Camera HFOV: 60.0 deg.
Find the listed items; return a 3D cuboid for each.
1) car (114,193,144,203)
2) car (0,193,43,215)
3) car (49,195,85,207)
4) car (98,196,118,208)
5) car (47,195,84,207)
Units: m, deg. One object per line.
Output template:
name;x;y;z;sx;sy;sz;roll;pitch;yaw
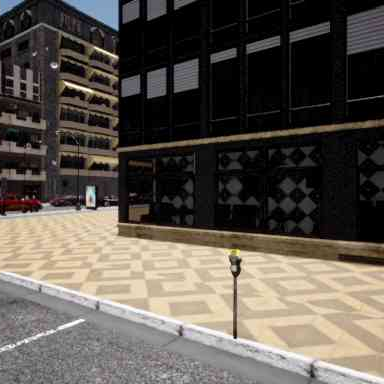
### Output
car;-9.795;0.834;51.742;2.008;1.369;4.403;2;2;35
car;-15.642;1.029;28.813;2.192;1.841;5.009;1;2;35
car;-14.626;1.079;40.379;1.994;1.385;4.181;0;1;35
car;-9.271;1.072;37.901;1.947;1.339;4.313;1;2;35
car;-16.166;1.074;42.663;1.802;1.307;4.206;1;2;35
